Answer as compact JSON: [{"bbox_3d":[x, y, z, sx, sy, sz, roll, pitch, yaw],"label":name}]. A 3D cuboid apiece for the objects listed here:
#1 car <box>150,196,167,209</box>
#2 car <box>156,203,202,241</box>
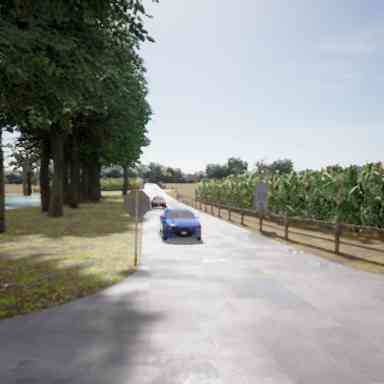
[{"bbox_3d":[-4.379,1.312,43.398,1.882,1.535,5.008,1,1,-8],"label":"car"},{"bbox_3d":[-0.707,1.581,17.616,1.882,1.535,5.008,1,0,-8],"label":"car"}]
